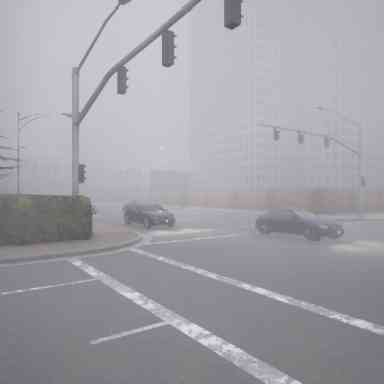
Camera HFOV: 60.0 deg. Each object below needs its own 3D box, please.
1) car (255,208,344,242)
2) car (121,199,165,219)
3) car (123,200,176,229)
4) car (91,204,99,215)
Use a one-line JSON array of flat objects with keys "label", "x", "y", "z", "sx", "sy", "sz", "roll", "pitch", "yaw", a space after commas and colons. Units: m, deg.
[{"label": "car", "x": 5.193, "y": 1.525, "z": 16.695, "sx": 1.812, "sy": 1.442, "sz": 4.674, "roll": 0, "pitch": 0, "yaw": -35}, {"label": "car", "x": -4.610, "y": 1.477, "z": 30.604, "sx": 1.882, "sy": 1.535, "sz": 5.008, "roll": 0, "pitch": 0, "yaw": -35}, {"label": "car", "x": -2.903, "y": 1.505, "z": 22.098, "sx": 1.837, "sy": 1.490, "sz": 4.892, "roll": 0, "pitch": 0, "yaw": -35}, {"label": "car", "x": -11.256, "y": 1.547, "z": 33.966, "sx": 2.033, "sy": 1.411, "sz": 5.357, "roll": 0, "pitch": 0, "yaw": -35}]
